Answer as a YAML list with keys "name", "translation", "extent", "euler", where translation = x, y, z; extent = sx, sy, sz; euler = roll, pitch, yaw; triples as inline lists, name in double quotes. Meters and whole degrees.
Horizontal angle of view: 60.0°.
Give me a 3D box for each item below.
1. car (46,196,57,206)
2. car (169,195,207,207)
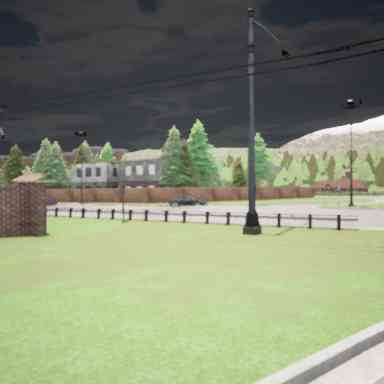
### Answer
- name: "car"
  translation: [-22.132, 1.346, 49.236]
  extent: [5.008, 1.535, 1.882]
  euler: [-1, 0, 29]
- name: "car"
  translation: [-0.528, 1.195, 43.450]
  extent: [4.892, 1.490, 1.837]
  euler: [0, 2, 13]
